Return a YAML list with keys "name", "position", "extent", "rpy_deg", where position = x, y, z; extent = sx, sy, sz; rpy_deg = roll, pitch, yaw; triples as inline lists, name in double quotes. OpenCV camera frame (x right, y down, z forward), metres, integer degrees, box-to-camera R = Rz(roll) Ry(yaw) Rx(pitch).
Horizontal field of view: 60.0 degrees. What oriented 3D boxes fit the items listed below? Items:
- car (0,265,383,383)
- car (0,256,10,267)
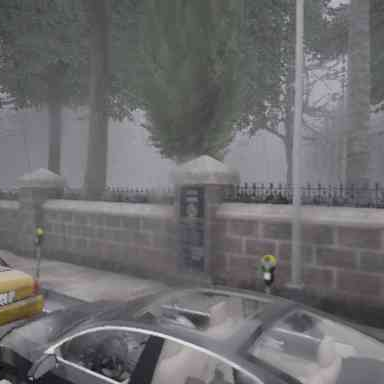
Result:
- name: "car"
  position: [-0.091, 1.551, 2.859]
  extent: [4.403, 1.369, 2.008]
  rpy_deg: [0, 1, 36]
- name: "car"
  position: [-4.667, 1.525, 6.121]
  extent: [4.829, 1.417, 1.752]
  rpy_deg: [0, 1, 36]
